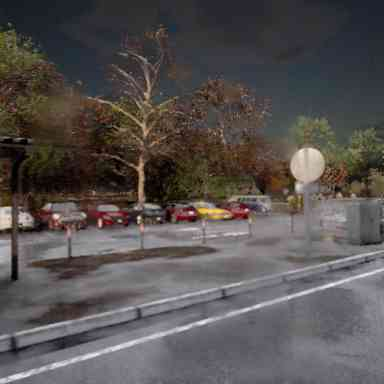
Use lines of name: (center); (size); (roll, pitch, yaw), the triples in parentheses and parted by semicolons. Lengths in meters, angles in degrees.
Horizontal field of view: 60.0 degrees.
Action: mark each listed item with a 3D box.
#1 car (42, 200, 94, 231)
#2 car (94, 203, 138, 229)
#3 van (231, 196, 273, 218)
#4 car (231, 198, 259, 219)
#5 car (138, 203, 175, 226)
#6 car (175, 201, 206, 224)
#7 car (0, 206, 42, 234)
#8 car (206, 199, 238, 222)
car: (-8.171, 1.384, 20.928); (2.185, 1.767, 4.553); (0, 0, -36)
car: (-5.899, 1.514, 22.522); (2.097, 1.535, 5.008); (0, 0, -36)
van: (5.458, 1.314, 30.495); (1.878, 1.987, 4.442); (0, 0, -36)
car: (3.117, 1.564, 29.000); (2.163, 1.488, 4.792); (0, 0, -36)
car: (-3.635, 1.520, 24.127); (2.231, 1.521, 4.892); (0, 0, -36)
car: (-1.399, 1.553, 25.770); (2.163, 1.488, 4.792); (0, 0, -36)
car: (-10.409, 1.546, 19.286); (2.002, 1.452, 4.674); (0, 0, -36)
car: (0.983, 1.526, 27.209); (1.946, 1.575, 5.366); (0, 0, -36)
